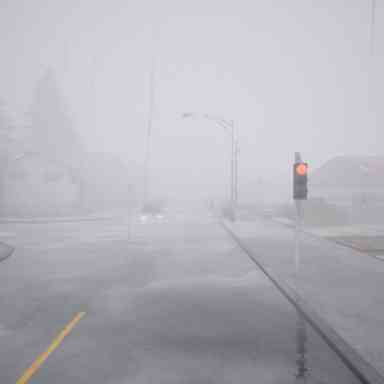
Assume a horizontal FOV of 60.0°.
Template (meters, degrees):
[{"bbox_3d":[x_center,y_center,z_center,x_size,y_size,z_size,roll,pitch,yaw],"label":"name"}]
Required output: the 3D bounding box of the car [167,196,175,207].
[{"bbox_3d":[-4.100,1.506,50.559,1.837,1.490,4.892,0,0,0],"label":"car"}]

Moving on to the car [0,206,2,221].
[{"bbox_3d":[-15.245,1.221,21.477,5.566,2.045,2.150,0,0,8],"label":"car"}]

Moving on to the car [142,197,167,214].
[{"bbox_3d":[-4.103,1.478,35.236,1.882,1.535,5.008,0,0,0],"label":"car"}]

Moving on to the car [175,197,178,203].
[{"bbox_3d":[-4.028,1.525,67.014,1.812,1.442,4.674,0,0,1],"label":"car"}]
